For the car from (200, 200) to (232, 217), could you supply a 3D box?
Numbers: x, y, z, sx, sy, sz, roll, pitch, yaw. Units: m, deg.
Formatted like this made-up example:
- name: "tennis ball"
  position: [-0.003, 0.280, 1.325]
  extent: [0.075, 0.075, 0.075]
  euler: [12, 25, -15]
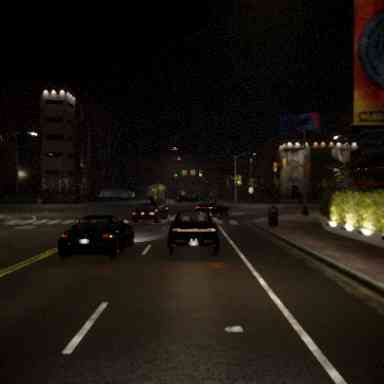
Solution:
- name: "car"
  position: [1.937, 1.468, 28.740]
  extent: [2.128, 1.511, 4.902]
  euler: [0, 0, 26]

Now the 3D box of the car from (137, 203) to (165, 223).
- name: "car"
  position: [-3.045, 1.526, 25.349]
  extent: [2.033, 1.411, 5.357]
  euler: [0, 0, 8]

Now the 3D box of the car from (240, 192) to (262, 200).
- name: "car"
  position: [15.878, 1.153, 89.891]
  extent: [5.566, 2.045, 2.435]
  euler: [0, 0, 0]

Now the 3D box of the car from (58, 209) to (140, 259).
- name: "car"
  position: [-3.438, 1.552, 12.646]
  extent: [1.994, 1.385, 4.181]
  euler: [0, 0, 0]

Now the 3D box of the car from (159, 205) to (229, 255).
- name: "car"
  position: [0.065, 1.479, 13.330]
  extent: [2.128, 1.511, 4.902]
  euler: [0, 0, 0]
